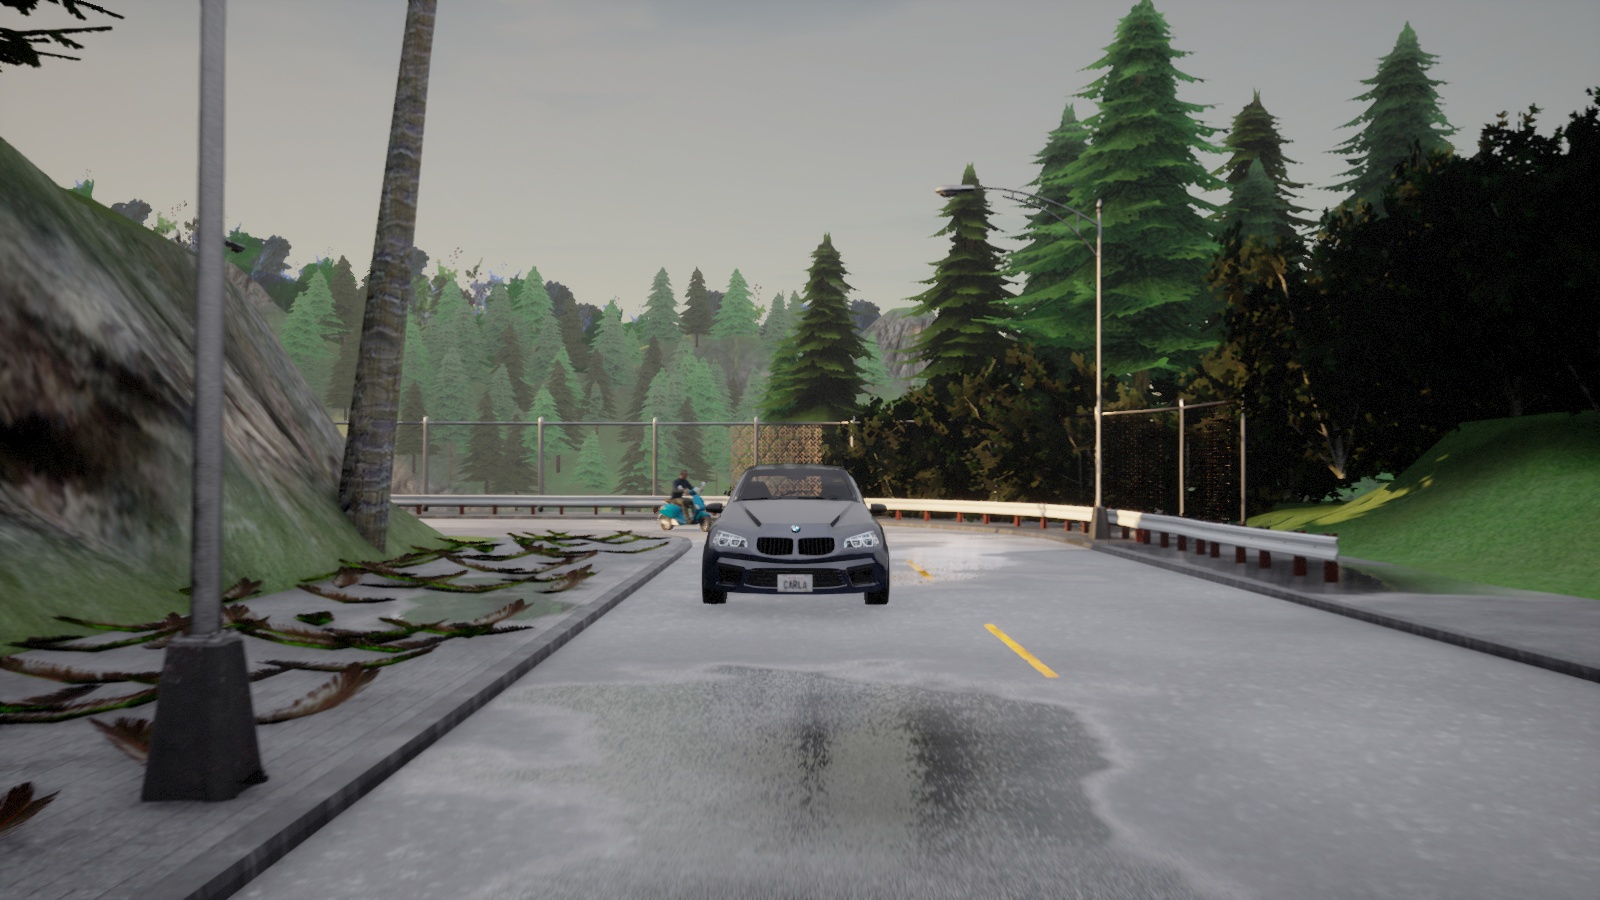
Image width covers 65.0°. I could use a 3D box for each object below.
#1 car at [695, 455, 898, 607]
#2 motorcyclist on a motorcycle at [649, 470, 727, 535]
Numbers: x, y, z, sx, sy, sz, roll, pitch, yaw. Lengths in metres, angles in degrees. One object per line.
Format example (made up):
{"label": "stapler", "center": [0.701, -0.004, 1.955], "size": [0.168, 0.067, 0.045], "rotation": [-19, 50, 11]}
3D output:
{"label": "car", "center": [-0.038, 0.930, 16.170], "size": [2.242, 1.667, 4.611], "rotation": [0, -1, 0]}
{"label": "motorcyclist on a motorcycle", "center": [-2.860, 1.316, 31.966], "size": [1.817, 1.590, 0.866], "rotation": [-1, 1, 37]}
